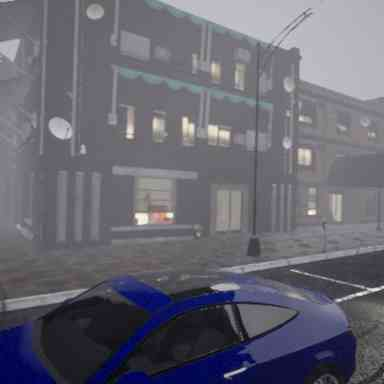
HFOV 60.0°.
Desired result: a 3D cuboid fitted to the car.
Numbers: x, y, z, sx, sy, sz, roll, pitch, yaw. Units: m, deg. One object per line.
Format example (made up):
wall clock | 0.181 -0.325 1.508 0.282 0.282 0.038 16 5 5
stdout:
car | -0.365 1.539 3.113 4.674 1.442 1.812 1 -1 -32
